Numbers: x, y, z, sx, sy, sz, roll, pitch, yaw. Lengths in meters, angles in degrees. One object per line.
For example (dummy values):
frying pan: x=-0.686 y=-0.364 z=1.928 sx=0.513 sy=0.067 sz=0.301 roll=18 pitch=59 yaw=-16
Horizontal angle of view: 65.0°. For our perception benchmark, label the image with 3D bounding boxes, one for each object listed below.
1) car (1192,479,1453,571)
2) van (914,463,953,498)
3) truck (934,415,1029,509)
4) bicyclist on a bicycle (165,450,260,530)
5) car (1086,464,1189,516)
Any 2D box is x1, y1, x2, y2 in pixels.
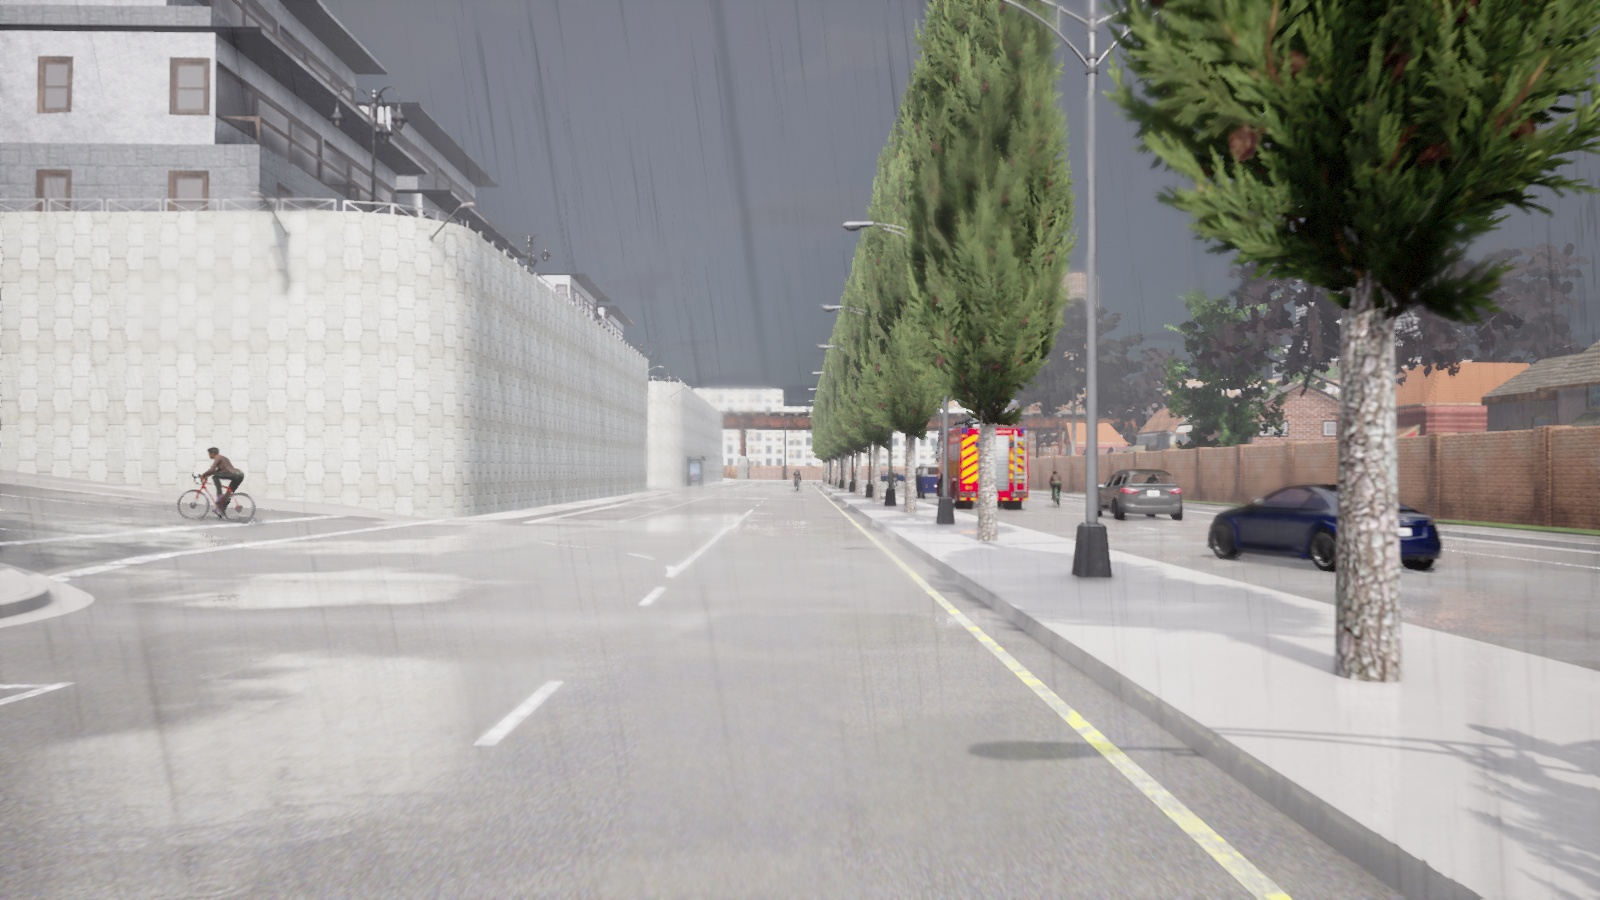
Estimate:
car: x=8.808 y=1.205 z=21.620 sx=1.994 sy=1.385 sz=4.181 roll=0 pitch=-1 yaw=-15
van: x=7.820 y=1.773 z=73.868 sx=1.775 sy=1.987 sz=4.442 roll=0 pitch=-1 yaw=0
truck: x=7.861 y=0.547 z=55.476 sx=2.891 sy=3.827 sz=8.468 roll=0 pitch=-1 yaw=0
bicyclist on a bicycle: x=-12.697 y=0.859 z=27.187 sx=1.656 sy=1.620 sz=0.582 roll=4 pitch=-1 yaw=-4
car: x=11.396 y=1.329 z=42.765 sx=2.242 sy=1.667 sz=4.611 roll=0 pitch=-1 yaw=0
